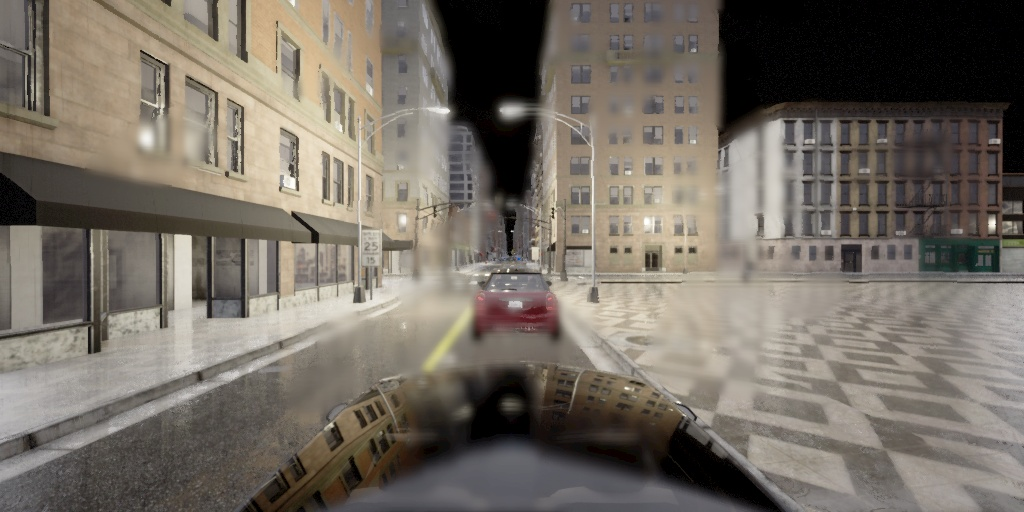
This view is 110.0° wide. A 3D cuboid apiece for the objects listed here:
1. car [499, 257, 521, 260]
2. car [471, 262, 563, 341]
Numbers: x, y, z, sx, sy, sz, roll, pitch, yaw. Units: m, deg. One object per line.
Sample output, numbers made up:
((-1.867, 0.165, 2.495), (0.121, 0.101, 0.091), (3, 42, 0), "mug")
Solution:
((0.056, 1.101, 19.832), (2.097, 1.767, 4.553), (0, 0, -1), "car")
((0.105, 1.101, 10.015), (2.097, 1.767, 4.553), (0, 0, 0), "car")
